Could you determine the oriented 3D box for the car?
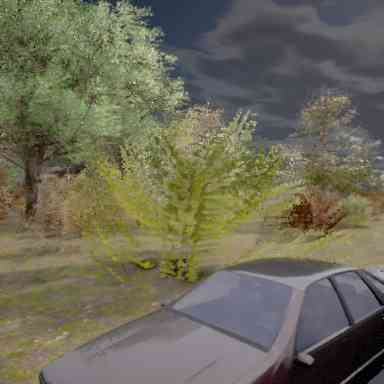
[{"bbox_3d":[1.070,1.594,4.050,5.357,1.411,2.033,0,-1,-41],"label":"car"}]
